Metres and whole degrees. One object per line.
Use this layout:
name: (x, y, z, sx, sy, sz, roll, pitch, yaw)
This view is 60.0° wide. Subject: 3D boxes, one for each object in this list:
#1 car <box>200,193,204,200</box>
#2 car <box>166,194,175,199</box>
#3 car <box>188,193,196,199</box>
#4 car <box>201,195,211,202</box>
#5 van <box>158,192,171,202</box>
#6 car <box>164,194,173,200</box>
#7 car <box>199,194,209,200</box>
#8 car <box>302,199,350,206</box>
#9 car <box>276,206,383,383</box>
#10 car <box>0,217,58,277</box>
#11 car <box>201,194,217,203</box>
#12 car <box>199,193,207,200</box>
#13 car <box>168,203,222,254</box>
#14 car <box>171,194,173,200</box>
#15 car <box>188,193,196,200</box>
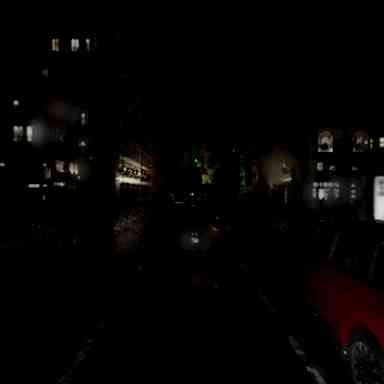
car: (2.690, 1.177, 53.898, 1.967, 1.590, 4.097, 0, 0, 0)
car: (-5.690, 1.172, 88.080, 2.008, 1.369, 4.403, 0, 0, 0)
car: (0.002, 1.065, 85.390, 2.128, 1.511, 4.902, 0, 0, 0)
car: (2.690, 1.275, 65.292, 1.802, 1.307, 4.206, 0, 0, 0)
van: (-5.691, 1.035, 65.292, 1.690, 1.788, 3.998, 0, 0, 0)
car: (-5.690, 1.203, 82.384, 1.947, 1.339, 4.313, 0, 0, 0)
car: (2.690, 1.205, 76.685, 2.008, 1.369, 4.403, 0, 0, 0)
car: (11.582, 1.385, 27.349, 5.008, 1.535, 1.882, 0, 0, -2)
car: (2.690, 1.288, 4.709, 2.192, 1.841, 5.009, 0, 0, 0)
car: (-5.691, 1.469, 10.081, 1.752, 1.417, 4.829, 0, 0, 0)
car: (2.690, 1.311, 48.201, 2.008, 1.369, 4.403, 0, 0, 0)
car: (2.690, 1.077, 82.381, 1.967, 1.590, 4.097, 0, 0, 0)
car: (0.102, 1.403, 13.218, 1.882, 1.535, 5.008, 0, 0, 0)
car: (-5.691, 1.255, 70.990, 1.802, 1.307, 4.206, 0, 0, 0)
car: (0.002, 1.205, 75.383, 1.994, 1.385, 4.181, 0, 0, 0)
